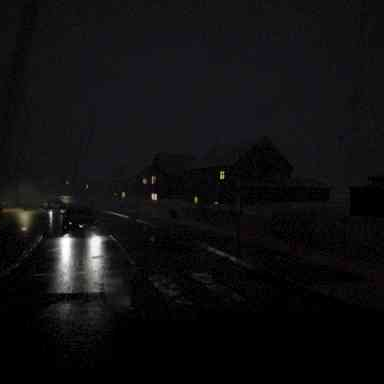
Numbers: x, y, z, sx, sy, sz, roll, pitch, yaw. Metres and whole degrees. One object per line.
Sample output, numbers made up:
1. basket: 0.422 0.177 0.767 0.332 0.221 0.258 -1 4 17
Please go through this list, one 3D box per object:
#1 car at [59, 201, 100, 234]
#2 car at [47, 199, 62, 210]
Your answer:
1. car: -6.525 1.511 19.251 1.837 1.490 4.892 1 0 -21
2. car: -18.405 1.616 44.901 1.812 1.442 4.674 1 -1 -29
